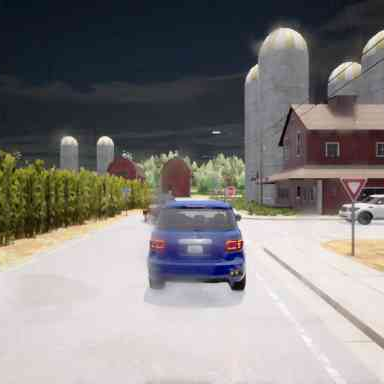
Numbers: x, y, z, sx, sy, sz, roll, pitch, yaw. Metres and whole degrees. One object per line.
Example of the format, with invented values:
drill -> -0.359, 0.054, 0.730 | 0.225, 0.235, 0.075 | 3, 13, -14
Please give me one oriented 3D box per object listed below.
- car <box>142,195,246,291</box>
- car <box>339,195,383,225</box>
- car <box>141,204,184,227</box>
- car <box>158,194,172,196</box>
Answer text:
car -> 0.217, 1.221, 9.220 | 2.150, 2.045, 5.566 | 0, 0, 3
car -> 13.312, 1.195, 23.262 | 5.566, 2.045, 2.150 | 0, 0, -1
car -> -2.234, 1.596, 23.858 | 1.895, 1.301, 4.718 | 0, 0, -21
car -> -3.433, 1.223, 42.464 | 2.150, 2.045, 5.566 | 0, 0, 1
